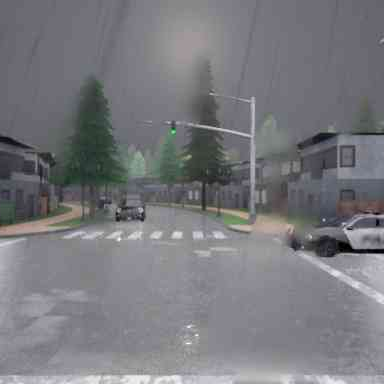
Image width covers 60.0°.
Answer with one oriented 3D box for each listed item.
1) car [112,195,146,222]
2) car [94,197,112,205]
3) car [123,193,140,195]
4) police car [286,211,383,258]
[{"bbox_3d":[-4.721,1.314,26.121,2.097,1.767,4.553,0,0,-6],"label":"car"},{"bbox_3d":[-15.199,1.506,56.461,2.033,1.411,5.357,0,0,-34],"label":"car"},{"bbox_3d":[-6.913,1.179,38.460,2.150,2.045,5.566,0,0,-19],"label":"car"},{"bbox_3d":[6.034,1.492,12.033,4.974,1.542,2.038,0,0,2],"label":"police car"}]
